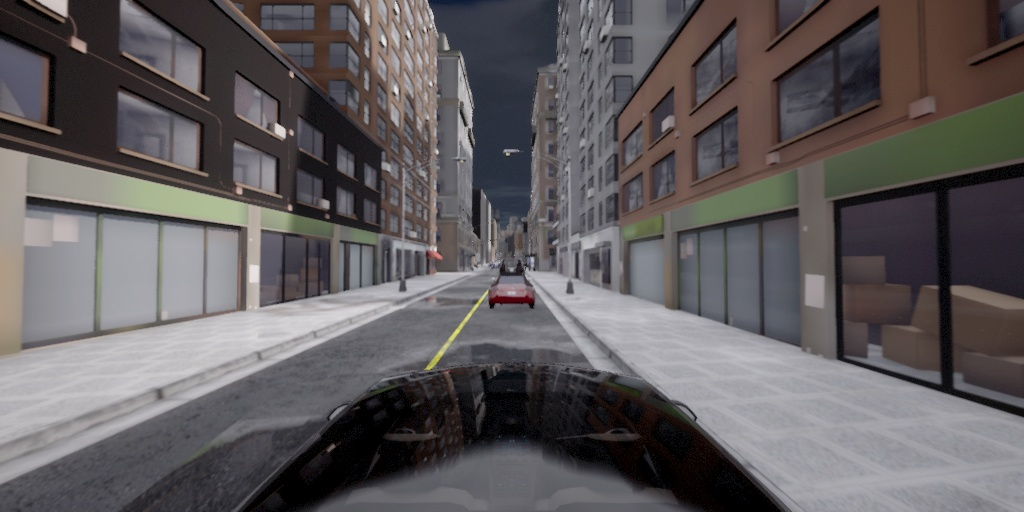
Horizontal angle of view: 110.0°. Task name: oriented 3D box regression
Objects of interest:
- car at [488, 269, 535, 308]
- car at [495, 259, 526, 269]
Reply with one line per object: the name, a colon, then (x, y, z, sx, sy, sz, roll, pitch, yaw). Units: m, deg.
car: (-0.004, 1.450, 16.170, 1.994, 1.385, 4.181, 0, 0, 0)
car: (-0.021, 1.243, 30.877, 2.150, 2.045, 5.566, 0, 0, 0)
